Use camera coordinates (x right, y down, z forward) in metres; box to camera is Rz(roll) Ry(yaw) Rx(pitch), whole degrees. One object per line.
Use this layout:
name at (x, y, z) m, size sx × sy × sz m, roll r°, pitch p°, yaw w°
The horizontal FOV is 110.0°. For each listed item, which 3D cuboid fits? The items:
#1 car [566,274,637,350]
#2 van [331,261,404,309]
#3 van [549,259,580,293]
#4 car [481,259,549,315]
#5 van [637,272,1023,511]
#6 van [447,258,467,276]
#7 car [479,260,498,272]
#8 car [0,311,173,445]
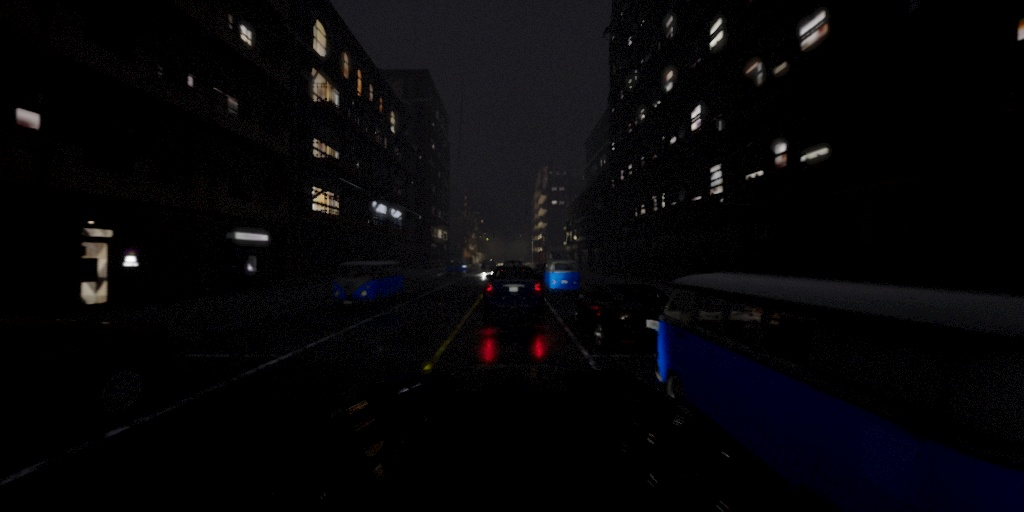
car at (2.693, 1.313, 8.844) m, size 1.948 × 1.339 × 4.313 m, roll 0°, pitch 0°, yaw 0°
van at (-5.686, 1.087, 14.509) m, size 1.690 × 1.789 × 3.998 m, roll 0°, pitch 0°, yaw 0°
van at (2.697, 1.087, 20.170) m, size 1.690 × 1.789 × 3.998 m, roll 0°, pitch 0°, yaw 0°
car at (0.070, 1.098, 13.739) m, size 2.097 × 1.767 × 4.553 m, roll 0°, pitch 0°, yaw 0°
van at (2.692, 1.090, 3.184) m, size 1.690 × 1.789 × 3.998 m, roll 0°, pitch 0°, yaw 0°
van at (-5.679, 1.091, 37.156) m, size 1.690 × 1.789 × 3.998 m, roll 0°, pitch 0°, yaw 0°
car at (-3.073, 1.248, 47.618) m, size 2.128 × 1.511 × 4.902 m, roll 0°, pitch 0°, yaw 0°
car at (-5.689, 1.294, 3.186) m, size 1.888 × 1.381 × 4.507 m, roll 0°, pitch 0°, yaw 0°
